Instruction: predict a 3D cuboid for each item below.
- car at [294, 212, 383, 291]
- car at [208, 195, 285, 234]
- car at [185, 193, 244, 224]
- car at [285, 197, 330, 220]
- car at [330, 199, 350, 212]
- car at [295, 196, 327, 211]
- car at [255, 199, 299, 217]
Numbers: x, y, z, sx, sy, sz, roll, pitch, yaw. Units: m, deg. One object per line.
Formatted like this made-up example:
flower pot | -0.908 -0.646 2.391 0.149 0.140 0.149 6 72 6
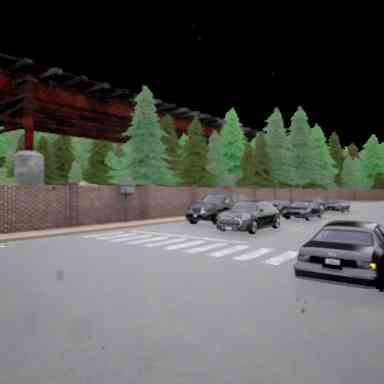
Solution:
car | 4.407 1.505 9.052 2.033 1.411 5.357 0 0 35
car | 3.202 1.250 18.685 2.097 1.767 4.553 0 0 37
car | 1.863 1.093 22.737 2.150 2.045 5.566 0 0 37
car | 8.874 1.416 26.271 2.033 1.411 5.357 0 0 37
car | 14.826 1.401 34.220 1.994 1.385 4.181 0 0 37
car | 13.924 1.299 38.842 2.128 1.511 4.902 0 0 37
car | 8.004 1.386 30.948 2.033 1.411 5.357 0 0 37
